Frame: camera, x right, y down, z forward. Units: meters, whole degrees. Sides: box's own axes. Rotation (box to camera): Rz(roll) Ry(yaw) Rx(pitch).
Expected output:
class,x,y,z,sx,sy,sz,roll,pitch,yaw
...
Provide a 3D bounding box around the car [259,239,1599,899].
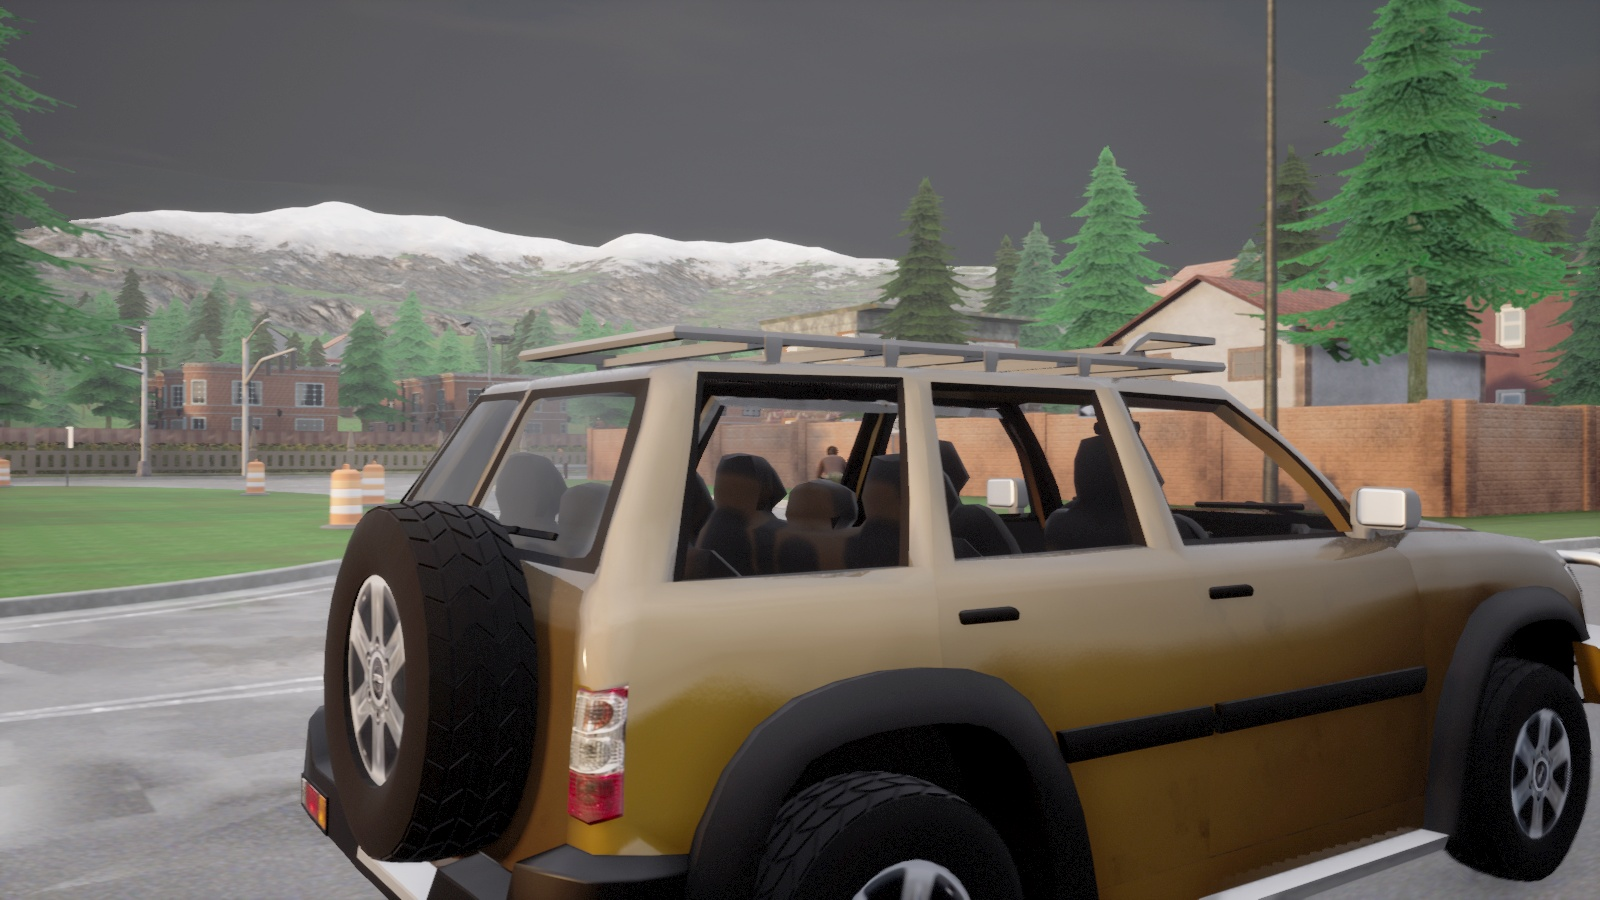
class,x,y,z,sx,sy,sz,roll,pitch,yaw
car,0.838,0.570,4.246,4.605,1.855,1.932,0,0,-35
